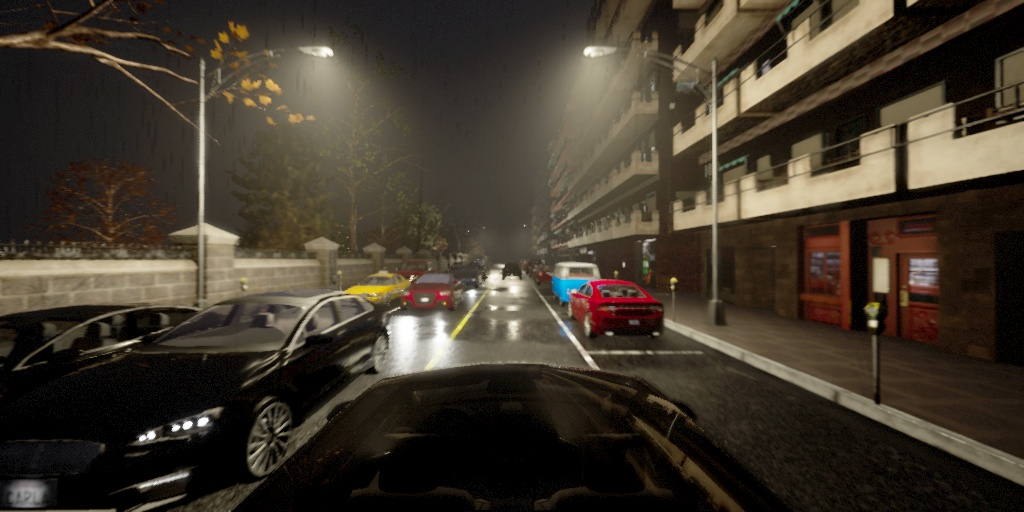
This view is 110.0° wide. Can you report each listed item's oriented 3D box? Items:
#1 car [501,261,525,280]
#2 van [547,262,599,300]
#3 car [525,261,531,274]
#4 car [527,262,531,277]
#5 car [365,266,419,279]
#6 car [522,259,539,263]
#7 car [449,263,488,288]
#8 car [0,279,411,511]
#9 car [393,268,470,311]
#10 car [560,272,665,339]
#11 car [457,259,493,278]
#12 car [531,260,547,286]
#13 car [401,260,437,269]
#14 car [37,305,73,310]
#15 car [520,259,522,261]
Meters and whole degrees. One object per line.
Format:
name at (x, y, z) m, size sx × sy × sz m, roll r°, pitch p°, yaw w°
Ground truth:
car at (0.017, 1.438, 33.859) m, size 1.837 × 1.490 × 4.892 m, roll 0°, pitch -1°, yaw 0°
van at (2.695, 1.168, 15.752) m, size 1.690 × 1.789 × 3.998 m, roll 0°, pitch 0°, yaw 0°
car at (2.699, 1.507, 38.272) m, size 1.888 × 1.381 × 4.507 m, roll 0°, pitch 0°, yaw 0°
car at (2.698, 1.478, 32.642) m, size 2.007 × 1.370 × 4.403 m, roll 0°, pitch 0°, yaw 0°
car at (-5.686, 1.352, 15.585) m, size 1.751 × 1.417 × 4.829 m, roll 0°, pitch 0°, yaw 0°
car at (2.701, 1.312, 43.902) m, size 2.192 × 1.841 × 5.009 m, roll 0°, pitch 0°, yaw 0°
car at (-3.090, 1.430, 25.332) m, size 2.033 × 1.411 × 5.357 m, roll 0°, pitch 0°, yaw 0°
car at (-3.108, 1.258, 4.724) m, size 2.128 × 1.511 × 4.902 m, roll 0°, pitch 0°, yaw -1°
car at (-3.093, 1.385, 14.740) m, size 1.994 × 1.385 × 4.181 m, roll 0°, pitch 0°, yaw 0°
car at (2.693, 1.341, 10.122) m, size 1.888 × 1.381 × 4.507 m, roll 0°, pitch 0°, yaw 0°
car at (-2.993, 1.245, 30.430) m, size 2.128 × 1.511 × 4.902 m, roll 0°, pitch 0°, yaw 0°
car at (2.697, 1.333, 27.012) m, size 1.967 × 1.591 × 4.097 m, roll 0°, pitch 0°, yaw 0°
car at (-5.685, 1.174, 21.384) m, size 2.192 × 1.841 × 5.009 m, roll 0°, pitch 0°, yaw 0°
car at (-5.689, 1.331, 4.494) m, size 1.948 × 1.339 × 4.313 m, roll 0°, pitch 0°, yaw 0°
car at (0.067, 1.511, 49.425) m, size 1.882 × 1.535 × 5.008 m, roll 0°, pitch 0°, yaw 0°
